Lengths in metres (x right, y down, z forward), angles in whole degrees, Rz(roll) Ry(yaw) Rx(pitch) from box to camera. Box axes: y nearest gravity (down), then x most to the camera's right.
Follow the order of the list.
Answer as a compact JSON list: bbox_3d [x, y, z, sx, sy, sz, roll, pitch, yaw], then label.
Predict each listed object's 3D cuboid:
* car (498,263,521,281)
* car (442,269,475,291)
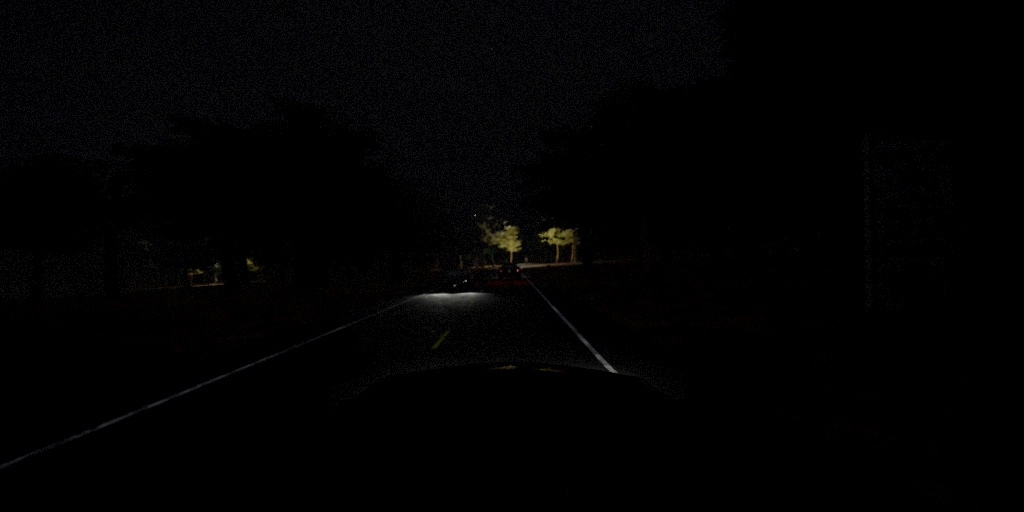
[{"bbox_3d":[-0.238,1.427,35.375,2.097,1.767,4.553,-2,-1,0],"label":"car"},{"bbox_3d":[-3.699,1.635,25.317,1.812,1.442,4.674,-2,-1,0],"label":"car"}]
